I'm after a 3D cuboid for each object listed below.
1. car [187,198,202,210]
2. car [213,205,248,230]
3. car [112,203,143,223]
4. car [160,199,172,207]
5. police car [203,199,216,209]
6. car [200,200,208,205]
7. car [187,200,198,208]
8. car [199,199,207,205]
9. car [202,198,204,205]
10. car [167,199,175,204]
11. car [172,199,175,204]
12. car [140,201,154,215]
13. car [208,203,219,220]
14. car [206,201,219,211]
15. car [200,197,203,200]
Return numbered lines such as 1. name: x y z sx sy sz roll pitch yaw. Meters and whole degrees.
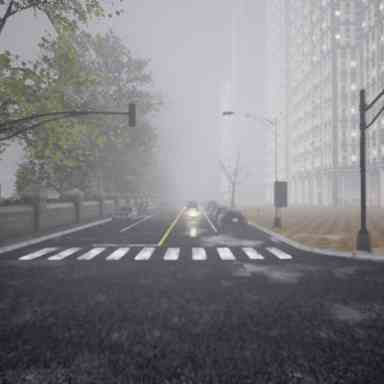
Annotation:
1. car: 0.098 2.076 52.469 2.128 1.511 4.902 0 -1 0
2. car: 2.715 1.816 22.947 1.947 1.339 4.313 0 -1 0
3. car: -5.660 1.894 28.587 1.802 1.307 4.206 0 -1 0
4. car: -5.621 2.313 68.011 1.887 1.381 4.507 0 -1 0
5. police car: 3.186 1.997 51.368 1.930 1.638 5.238 0 -1 0
6. car: 2.770 2.486 79.267 1.802 1.307 4.206 0 -1 0
7. car: 0.061 2.196 61.485 1.837 1.490 4.892 0 -1 0
8. car: 2.776 2.555 84.898 1.802 1.307 4.206 0 -1 0
9. car: 3.208 2.178 58.256 1.812 1.442 4.674 0 -1 0
10. car: -5.599 2.587 90.539 1.887 1.381 4.507 0 -1 0
11. car: -5.610 2.448 79.275 1.887 1.381 4.507 0 -1 0
12. car: -5.648 1.879 39.853 1.967 1.590 4.097 0 -1 0
13. car: 2.720 1.879 28.579 1.947 1.339 4.313 0 -1 0
14. car: 2.726 1.941 34.212 1.947 1.339 4.313 0 -1 0
15. car: 2.765 2.387 73.635 2.008 1.369 4.403 0 -1 0
